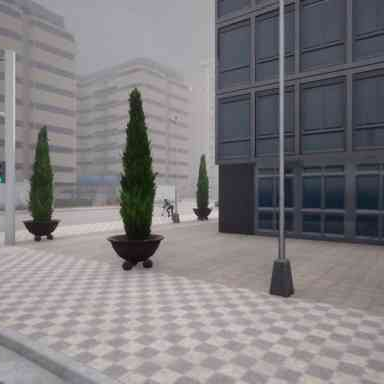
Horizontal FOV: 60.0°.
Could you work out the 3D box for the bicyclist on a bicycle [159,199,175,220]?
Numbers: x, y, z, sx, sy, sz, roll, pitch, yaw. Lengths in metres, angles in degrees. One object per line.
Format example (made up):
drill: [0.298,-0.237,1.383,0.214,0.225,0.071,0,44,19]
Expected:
bicyclist on a bicycle: [-1.908,1.356,25.824,1.656,1.620,0.582,0,0,35]

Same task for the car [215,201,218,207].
car: [5.395,1.656,50.506,1.895,1.301,4.718,0,0,35]
